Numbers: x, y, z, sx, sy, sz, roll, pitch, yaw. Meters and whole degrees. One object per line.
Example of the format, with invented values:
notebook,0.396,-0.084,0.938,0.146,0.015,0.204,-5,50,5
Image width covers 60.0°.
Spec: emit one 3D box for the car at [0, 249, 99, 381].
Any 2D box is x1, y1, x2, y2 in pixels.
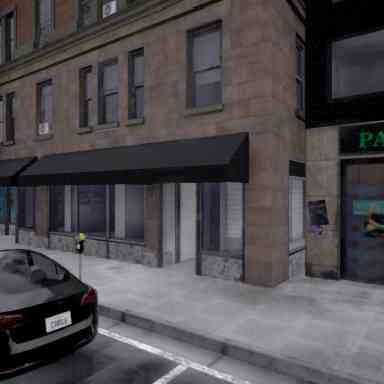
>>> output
car,-3.266,1.566,5.138,4.313,1.339,1.947,0,0,36
